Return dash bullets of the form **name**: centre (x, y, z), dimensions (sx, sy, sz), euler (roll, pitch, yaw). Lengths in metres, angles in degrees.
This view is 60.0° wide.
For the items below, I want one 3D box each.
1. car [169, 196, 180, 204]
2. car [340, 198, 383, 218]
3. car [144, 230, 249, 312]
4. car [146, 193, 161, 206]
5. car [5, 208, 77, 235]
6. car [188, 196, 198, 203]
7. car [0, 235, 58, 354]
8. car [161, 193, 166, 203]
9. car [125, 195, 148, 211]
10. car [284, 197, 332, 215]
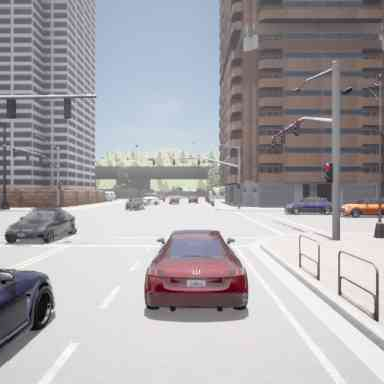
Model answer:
- **car**: centre (-3.287, 1.547, 63.257), dimensions (2.033, 1.411, 5.357), euler (0, 0, 0)
- **car**: centre (15.571, 1.352, 29.652), dimensions (4.553, 1.767, 2.097), euler (0, 0, 1)
- **car**: centre (0.094, 1.564, 7.815), dimensions (1.994, 1.385, 4.181), euler (0, 0, 1)
- **car**: centre (-6.985, 1.216, 56.568), dimensions (2.150, 2.045, 5.566), euler (0, 1, 0)
- **car**: centre (-7.059, 1.525, 16.079), dimensions (1.812, 1.442, 4.674), euler (0, 0, 0)
- **car**: centre (0.219, 1.491, 66.452), dimensions (2.128, 1.511, 4.902), euler (0, 0, 0)
- **car**: centre (-3.432, 1.564, 4.247), dimensions (1.994, 1.385, 4.181), euler (0, 0, 1)
- **car**: centre (-6.871, 1.211, 72.316), dimensions (2.150, 2.045, 5.566), euler (0, 0, 0)
- **car**: centre (-7.026, 1.506, 41.026), dimensions (1.837, 1.490, 4.892), euler (0, 0, 0)
- **car**: centre (11.601, 1.352, 33.240), dimensions (4.553, 1.767, 2.097), euler (0, 0, 2)
